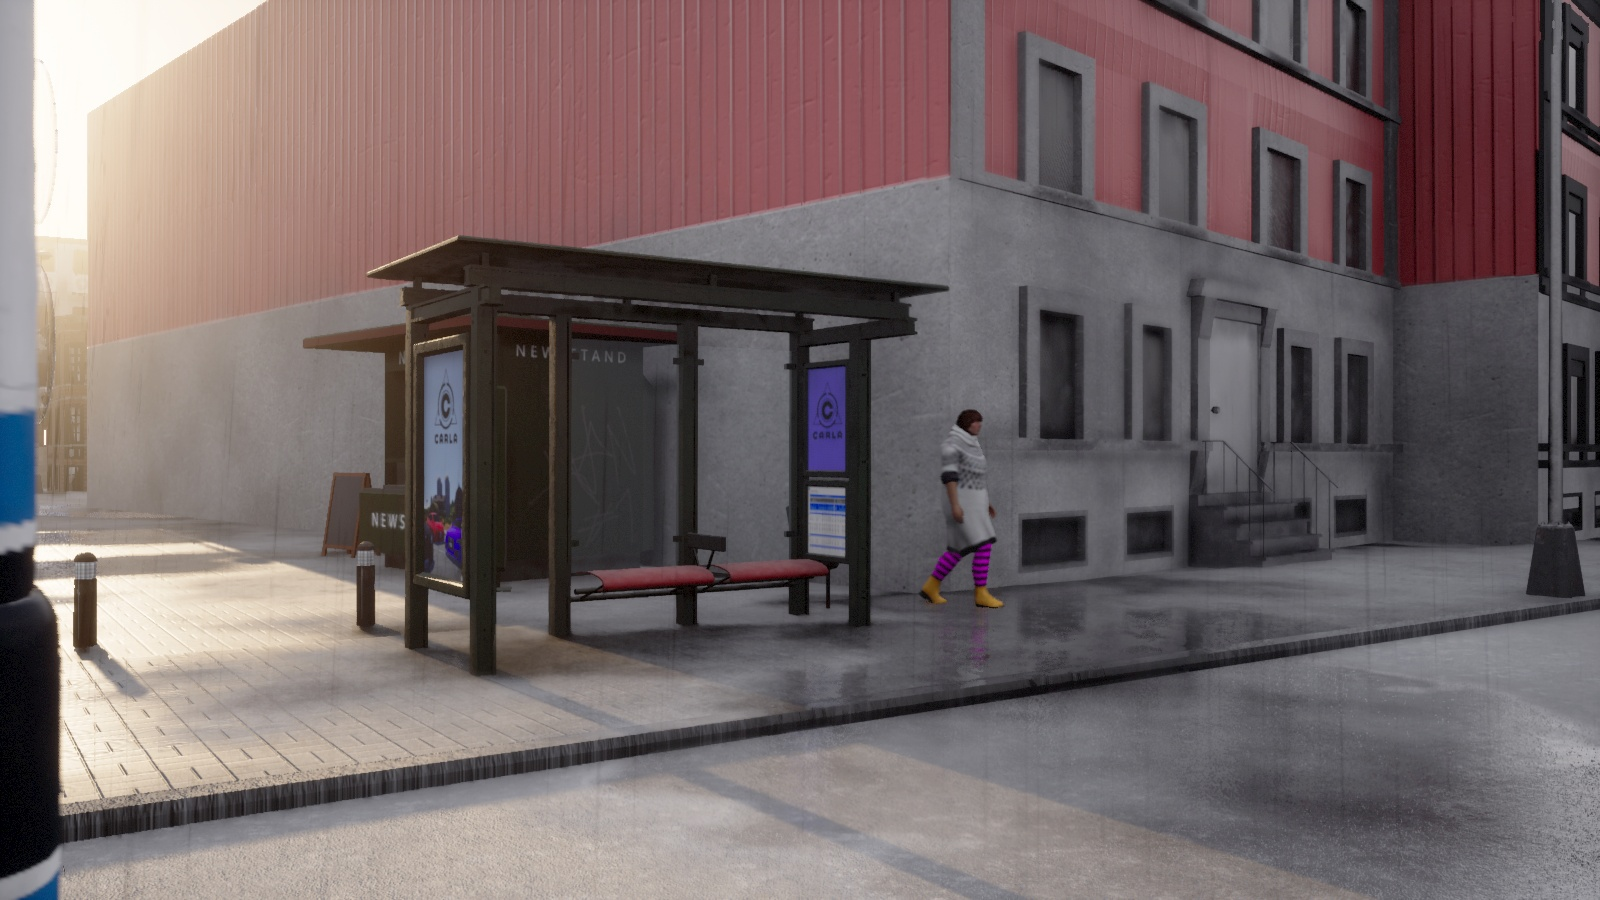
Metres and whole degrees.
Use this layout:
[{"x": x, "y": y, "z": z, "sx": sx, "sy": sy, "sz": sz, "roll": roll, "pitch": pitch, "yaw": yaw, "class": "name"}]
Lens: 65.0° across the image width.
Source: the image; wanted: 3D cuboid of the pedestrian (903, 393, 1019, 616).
[{"x": 1.476, "y": 0.479, "z": 11.490, "sx": 0.873, "sy": 1.952, "sz": 0.659, "roll": 0, "pitch": 0, "yaw": 28, "class": "pedestrian"}]
